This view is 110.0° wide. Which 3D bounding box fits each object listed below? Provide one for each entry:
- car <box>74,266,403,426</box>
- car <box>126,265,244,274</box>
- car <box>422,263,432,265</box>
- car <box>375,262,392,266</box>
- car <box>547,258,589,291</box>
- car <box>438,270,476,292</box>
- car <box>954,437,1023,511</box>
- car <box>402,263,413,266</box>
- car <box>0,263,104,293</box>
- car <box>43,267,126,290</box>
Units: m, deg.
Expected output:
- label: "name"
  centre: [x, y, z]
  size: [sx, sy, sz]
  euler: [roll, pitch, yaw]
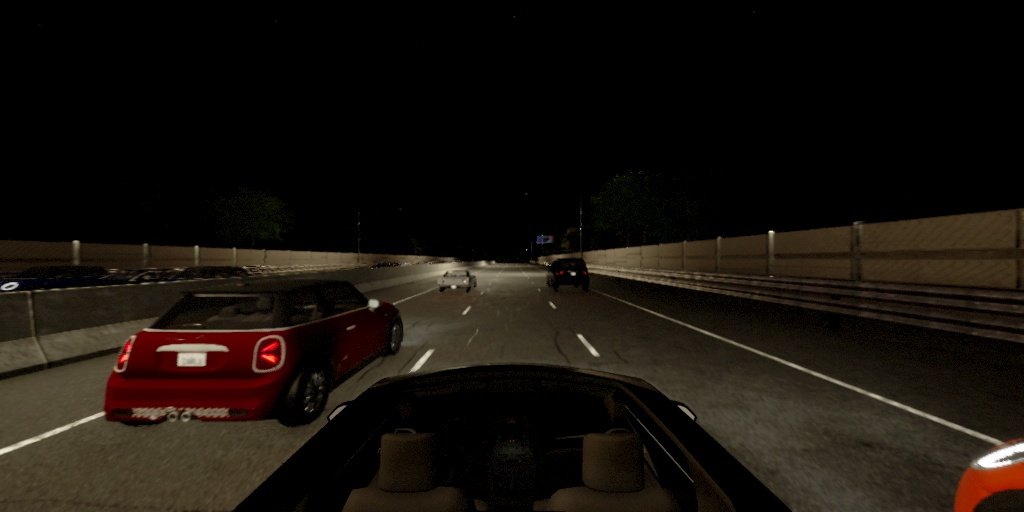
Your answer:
- label: "car"
  centre: [-3.404, 1.141, 5.941]
  size: [2.097, 1.767, 4.553]
  euler: [0, -1, 0]
- label: "car"
  centre: [-14.100, 1.237, 16.447]
  size: [2.097, 1.767, 4.553]
  euler: [0, -1, 0]
- label: "car"
  centre: [-14.030, 1.816, 58.533]
  size: [2.033, 1.411, 5.357]
  euler: [0, -1, 1]
- label: "car"
  centre: [-21.034, 1.771, 58.390]
  size: [1.837, 1.490, 4.892]
  euler: [0, 0, 1]
- label: "car"
  centre: [3.598, 1.172, 23.681]
  size: [2.150, 2.045, 5.566]
  euler: [0, -1, 0]
- label: "car"
  centre: [-3.402, 1.547, 23.125]
  size: [1.895, 1.301, 4.718]
  euler: [0, -1, 0]
- label: "car"
  centre: [3.588, 1.086, 0.125]
  size: [2.097, 1.767, 4.553]
  euler: [0, -1, 0]
- label: "car"
  centre: [-17.527, 1.872, 58.788]
  size: [1.895, 1.301, 4.718]
  euler: [0, -1, 1]
- label: "car"
  centre: [-21.099, 1.237, 16.382]
  size: [2.097, 1.767, 4.553]
  euler: [0, -1, 0]
- label: "car"
  centre: [-17.600, 1.380, 16.802]
  size: [2.128, 1.511, 4.902]
  euler: [0, -1, 0]
